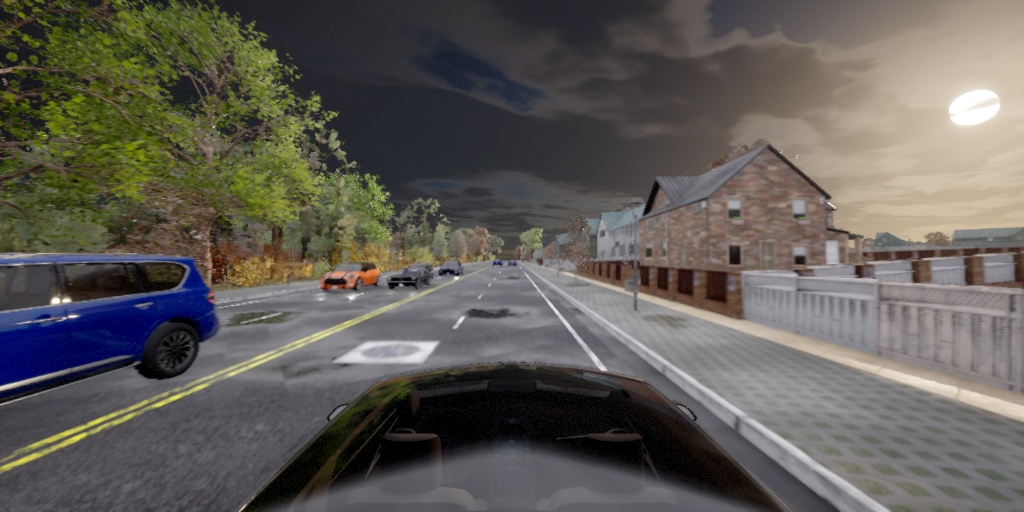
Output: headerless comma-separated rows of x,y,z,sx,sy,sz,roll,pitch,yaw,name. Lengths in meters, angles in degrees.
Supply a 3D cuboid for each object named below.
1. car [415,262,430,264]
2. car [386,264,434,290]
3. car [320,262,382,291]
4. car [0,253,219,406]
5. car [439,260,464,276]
-9.716,1.366,38.488,2.128,1.511,4.902,0,0,0,car
-6.504,1.419,23.286,1.895,1.301,4.718,0,0,1,car
-9.768,1.157,22.057,2.097,1.767,4.553,0,0,1,car
-6.592,0.966,4.398,2.150,2.045,5.566,0,0,0,car
-6.465,1.232,38.670,2.097,1.767,4.553,0,0,0,car
